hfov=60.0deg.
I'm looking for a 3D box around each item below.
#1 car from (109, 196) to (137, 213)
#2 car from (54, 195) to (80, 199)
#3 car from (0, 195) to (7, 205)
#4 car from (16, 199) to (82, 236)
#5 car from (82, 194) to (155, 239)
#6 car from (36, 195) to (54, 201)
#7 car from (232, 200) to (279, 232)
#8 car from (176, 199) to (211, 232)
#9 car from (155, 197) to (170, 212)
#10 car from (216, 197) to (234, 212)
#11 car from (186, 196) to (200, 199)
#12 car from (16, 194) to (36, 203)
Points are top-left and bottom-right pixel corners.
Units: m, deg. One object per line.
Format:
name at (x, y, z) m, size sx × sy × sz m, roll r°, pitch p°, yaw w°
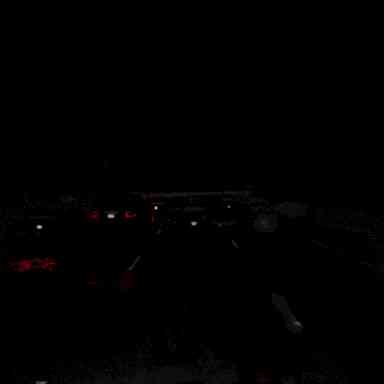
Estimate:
car at (-6.895, 1.231, 33.817) m, size 1.837 × 1.490 × 4.892 m, roll 0°, pitch 0°, yaw 0°
car at (-17.549, 1.140, 47.680) m, size 1.812 × 1.442 × 4.674 m, roll 0°, pitch 1°, yaw 1°
car at (-28.055, 1.126, 46.819) m, size 1.837 × 1.490 × 4.892 m, roll 0°, pitch 0°, yaw 0°
car at (-6.897, 1.349, 17.462) m, size 2.128 × 1.511 × 4.902 m, roll 0°, pitch 0°, yaw 0°
car at (-3.398, 1.086, 16.633) m, size 2.150 × 2.045 × 5.566 m, roll 0°, pitch 0°, yaw 0°
car at (-21.015, 1.160, 49.967) m, size 1.994 × 1.385 × 4.181 m, roll 0°, pitch 0°, yaw 1°
car at (3.603, 1.373, 18.827) m, size 1.812 × 1.442 × 4.674 m, roll 0°, pitch 0°, yaw 0°
car at (0.087, 1.373, 18.873) m, size 1.812 × 1.442 × 4.674 m, roll 0°, pitch 0°, yaw 0°
car at (-3.396, 1.231, 33.821) m, size 1.837 × 1.490 × 4.892 m, roll 0°, pitch 0°, yaw 0°
car at (3.590, 1.244, 34.791) m, size 1.812 × 1.442 × 4.674 m, roll 0°, pitch 0°, yaw 0°
car at (0.104, 1.192, 35.315) m, size 1.882 × 1.535 × 5.008 m, roll 0°, pitch 0°, yaw 0°
car at (-24.518, 1.073, 50.009) m, size 1.882 × 1.535 × 5.008 m, roll 0°, pitch 0°, yaw 1°
